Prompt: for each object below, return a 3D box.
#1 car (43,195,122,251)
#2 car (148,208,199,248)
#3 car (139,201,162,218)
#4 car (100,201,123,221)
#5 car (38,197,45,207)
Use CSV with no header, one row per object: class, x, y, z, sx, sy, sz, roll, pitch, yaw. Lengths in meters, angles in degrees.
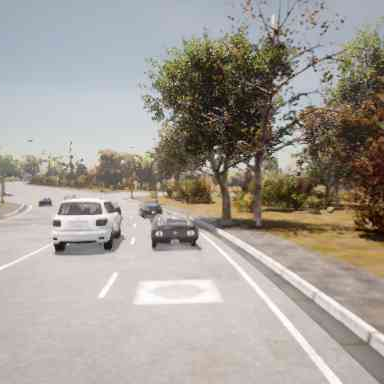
car,-4.393,1.286,14.532,2.150,2.045,5.566,0,0,-7
car,-0.916,1.620,14.961,1.895,1.301,4.718,0,0,-7
car,-3.797,1.541,30.339,1.812,1.442,4.674,-1,0,-14
car,-7.189,1.592,29.481,1.812,1.442,4.674,-1,0,-14
car,-20.979,1.350,47.507,1.895,1.301,4.718,-2,3,-25
